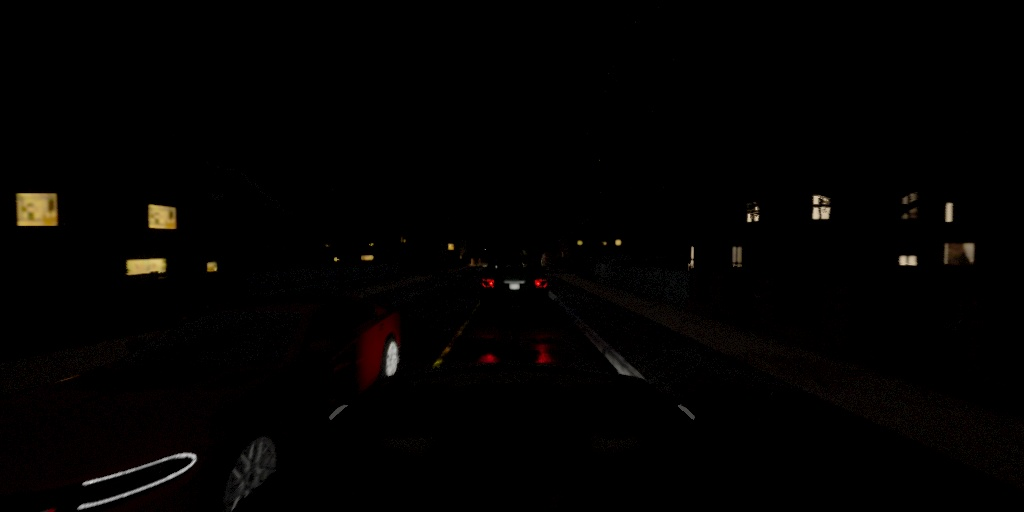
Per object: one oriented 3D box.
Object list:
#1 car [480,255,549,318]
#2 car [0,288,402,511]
[{"bbox_3d":[0.091,0.967,13.096,2.150,2.045,5.566,0,0,0],"label":"car"},{"bbox_3d":[-2.850,1.226,4.283,1.882,1.535,5.008,0,0,0],"label":"car"}]
